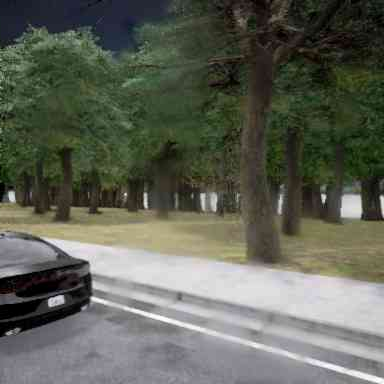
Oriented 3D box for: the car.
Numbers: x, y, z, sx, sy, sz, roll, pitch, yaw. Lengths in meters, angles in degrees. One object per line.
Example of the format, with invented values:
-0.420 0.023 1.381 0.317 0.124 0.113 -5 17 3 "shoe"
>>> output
-4.061 1.498 6.449 5.008 1.535 1.882 0 0 35 "car"
